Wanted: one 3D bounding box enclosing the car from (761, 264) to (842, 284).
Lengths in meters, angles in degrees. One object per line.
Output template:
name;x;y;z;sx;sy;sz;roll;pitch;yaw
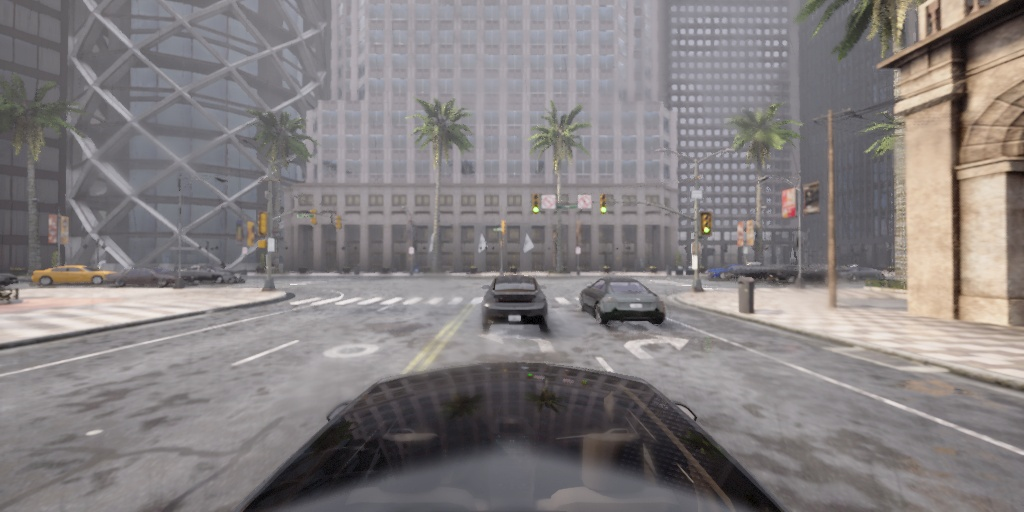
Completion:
car;24.754;1.558;30.807;5.008;1.535;1.882;0;-1;0

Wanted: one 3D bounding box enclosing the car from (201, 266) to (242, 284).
car;-25.951;1.569;30.643;4.902;1.511;2.128;0;-1;-4

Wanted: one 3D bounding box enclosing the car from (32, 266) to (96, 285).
car;-35.176;1.539;29.200;5.008;1.535;1.882;0;-1;-19

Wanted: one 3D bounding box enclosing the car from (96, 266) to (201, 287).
car;-27.494;1.587;27.244;5.357;1.411;2.033;0;-1;-3

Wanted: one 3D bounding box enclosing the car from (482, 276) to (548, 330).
car;0.081;1.368;11.613;1.837;1.490;4.892;0;-1;0

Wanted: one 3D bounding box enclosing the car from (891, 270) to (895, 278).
car;43.164;1.654;37.948;4.902;1.511;2.128;0;-1;0

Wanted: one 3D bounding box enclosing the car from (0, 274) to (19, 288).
car;-37.743;1.514;24.558;4.892;1.490;1.837;0;-1;-26

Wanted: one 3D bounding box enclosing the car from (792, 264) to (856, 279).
car;33.015;1.654;37.993;4.902;1.511;2.128;0;-1;0

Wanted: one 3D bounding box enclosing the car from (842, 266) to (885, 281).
car;33.049;1.687;34.495;4.181;1.385;1.994;0;-1;0

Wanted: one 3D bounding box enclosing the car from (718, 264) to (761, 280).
car;23.181;1.600;34.523;5.008;1.535;1.882;0;-1;0

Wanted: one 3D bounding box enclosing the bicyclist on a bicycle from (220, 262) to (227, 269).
bicyclist on a bicycle;-35.753;1.534;44.351;0.582;1.620;1.656;0;0;-12

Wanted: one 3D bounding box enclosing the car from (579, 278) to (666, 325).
car;3.590;1.434;12.356;1.994;1.385;4.181;0;-1;0

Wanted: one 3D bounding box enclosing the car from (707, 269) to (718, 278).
car;23.441;1.640;38.022;5.008;1.535;1.882;0;-1;0
